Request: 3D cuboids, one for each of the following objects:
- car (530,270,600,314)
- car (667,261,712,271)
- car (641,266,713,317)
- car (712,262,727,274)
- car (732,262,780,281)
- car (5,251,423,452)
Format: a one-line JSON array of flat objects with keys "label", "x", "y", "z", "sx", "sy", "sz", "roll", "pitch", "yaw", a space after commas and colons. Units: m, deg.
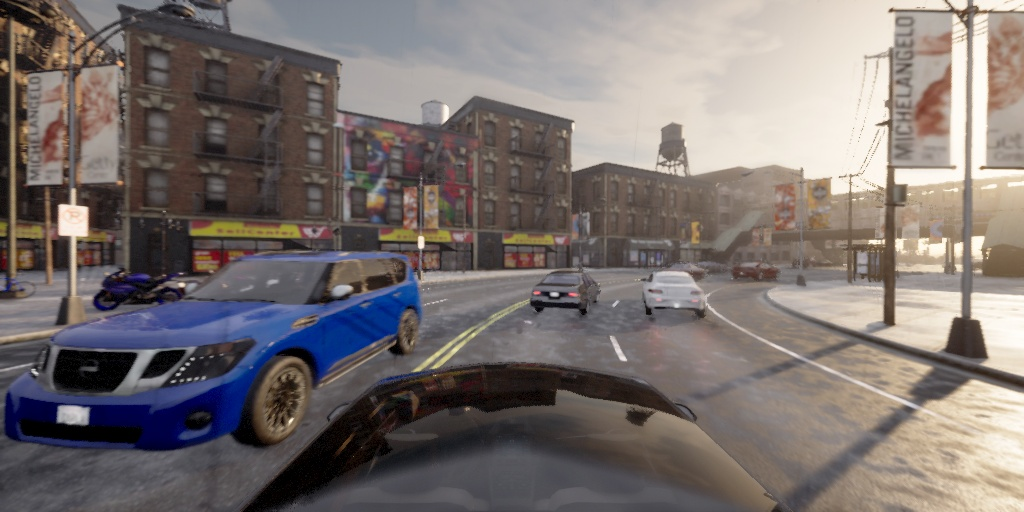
[{"label": "car", "x": 2.192, "y": 1.257, "z": 13.707, "sx": 2.033, "sy": 1.411, "sz": 5.357, "roll": 0, "pitch": 0, "yaw": 20}, {"label": "car", "x": 14.623, "y": 1.285, "z": 30.116, "sx": 4.181, "sy": 1.385, "sz": 1.994, "roll": 0, "pitch": 0, "yaw": -38}, {"label": "car", "x": 5.828, "y": 1.263, "z": 13.185, "sx": 1.812, "sy": 1.442, "sz": 4.674, "roll": 0, "pitch": 0, "yaw": 19}, {"label": "car", "x": 20.918, "y": 1.273, "z": 38.575, "sx": 5.357, "sy": 1.411, "sz": 2.033, "roll": 0, "pitch": 0, "yaw": -30}, {"label": "car", "x": 20.335, "y": 1.240, "z": 29.789, "sx": 5.008, "sy": 1.535, "sz": 1.882, "roll": 0, "pitch": 0, "yaw": -32}, {"label": "car", "x": -3.236, "y": 0.931, "z": 5.651, "sx": 2.150, "sy": 2.045, "sz": 5.566, "roll": 0, "pitch": 0, "yaw": 7}]
